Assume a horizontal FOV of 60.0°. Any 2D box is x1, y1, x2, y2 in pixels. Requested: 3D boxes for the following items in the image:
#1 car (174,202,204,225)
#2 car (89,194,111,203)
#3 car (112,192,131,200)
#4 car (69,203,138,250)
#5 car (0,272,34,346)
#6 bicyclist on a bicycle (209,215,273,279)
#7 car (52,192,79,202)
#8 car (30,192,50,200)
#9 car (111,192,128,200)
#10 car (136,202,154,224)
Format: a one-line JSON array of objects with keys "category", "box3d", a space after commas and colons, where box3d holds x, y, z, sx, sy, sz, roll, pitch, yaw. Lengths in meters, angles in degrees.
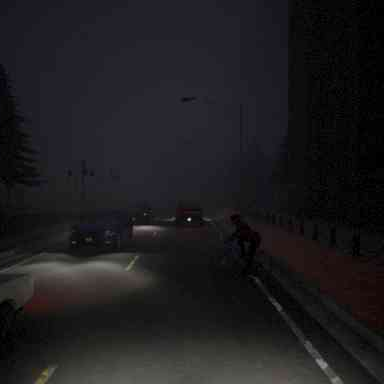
[{"category": "car", "box3d": [-0.204, 1.485, 23.581, 1.837, 1.490, 4.892, 0, 0, -1]}, {"category": "car", "box3d": [-18.253, 1.336, 65.006, 3.633, 1.501, 1.845, 0, 0, -1]}, {"category": "car", "box3d": [-18.369, 1.045, 83.590, 4.605, 1.855, 1.932, 0, 0, -1]}, {"category": "car", "box3d": [-3.782, 1.466, 14.568, 1.882, 1.535, 5.008, 0, 0, -1]}, {"category": "car", "box3d": [-3.633, 1.598, 3.492, 1.895, 1.301, 4.718, 0, 0, -1]}, {"category": "bicyclist on a bicycle", "box3d": [1.270, 1.415, 8.592, 1.656, 1.620, 0.582, 0, 0, -1]}, {"category": "car", "box3d": [-25.714, 1.345, 67.885, 3.806, 1.475, 1.970, 0, 0, -1]}, {"category": "car", "box3d": [-36.868, 1.271, 79.727, 3.633, 1.501, 1.845, 0, 0, -1]}, {"category": "car", "box3d": [-18.821, 1.022, 86.490, 3.866, 1.878, 1.905, 0, 0, -1]}, {"category": "car", "box3d": [-3.905, 1.506, 24.471, 1.812, 1.442, 4.674, 0, 0, 0]}]
